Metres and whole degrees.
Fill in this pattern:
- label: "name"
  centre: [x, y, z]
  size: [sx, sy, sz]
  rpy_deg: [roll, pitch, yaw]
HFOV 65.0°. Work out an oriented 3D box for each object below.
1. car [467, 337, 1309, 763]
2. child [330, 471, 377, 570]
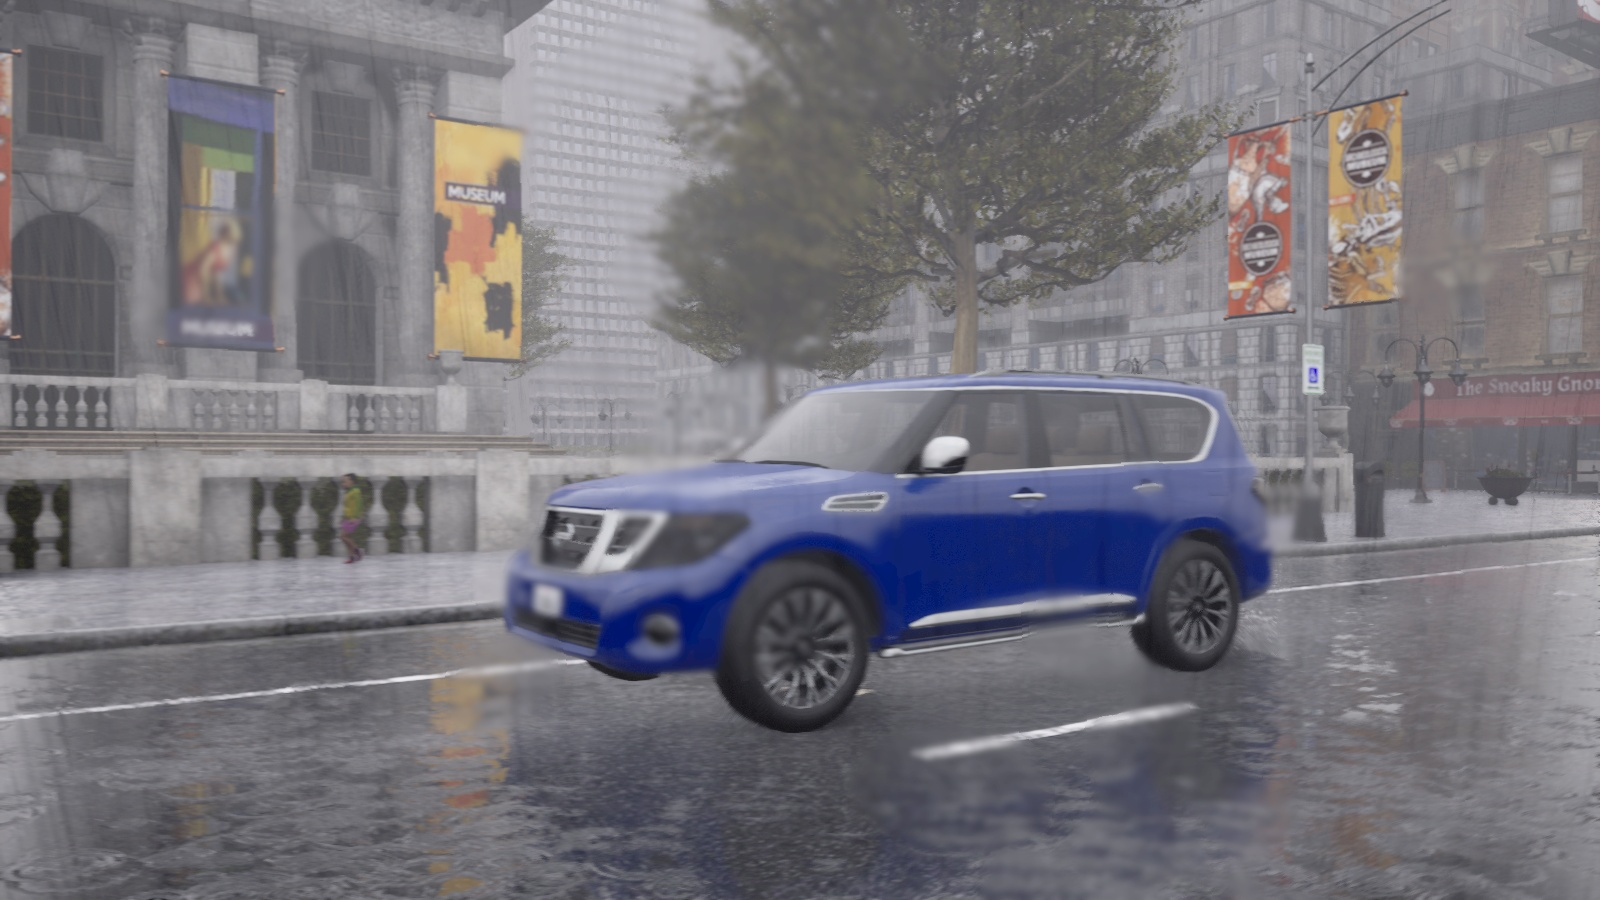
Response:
- label: "car"
  centre: [0.833, 0.483, 8.504]
  size: [5.566, 2.045, 2.150]
  rpy_deg: [0, 0, -35]
- label: "child"
  centre: [-5.349, 0.830, 15.033]
  size: [0.473, 1.160, 0.299]
  rpy_deg: [0, 0, -34]
